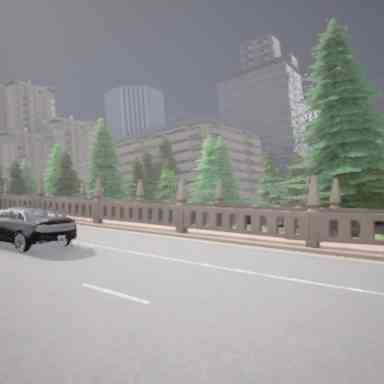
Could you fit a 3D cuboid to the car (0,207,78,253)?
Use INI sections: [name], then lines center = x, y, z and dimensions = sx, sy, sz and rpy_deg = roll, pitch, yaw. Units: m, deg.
[car]
center = -6.481, 1.315, 12.914
dimensions = 4.902, 1.511, 2.128
rpy_deg = 1, 1, 35
